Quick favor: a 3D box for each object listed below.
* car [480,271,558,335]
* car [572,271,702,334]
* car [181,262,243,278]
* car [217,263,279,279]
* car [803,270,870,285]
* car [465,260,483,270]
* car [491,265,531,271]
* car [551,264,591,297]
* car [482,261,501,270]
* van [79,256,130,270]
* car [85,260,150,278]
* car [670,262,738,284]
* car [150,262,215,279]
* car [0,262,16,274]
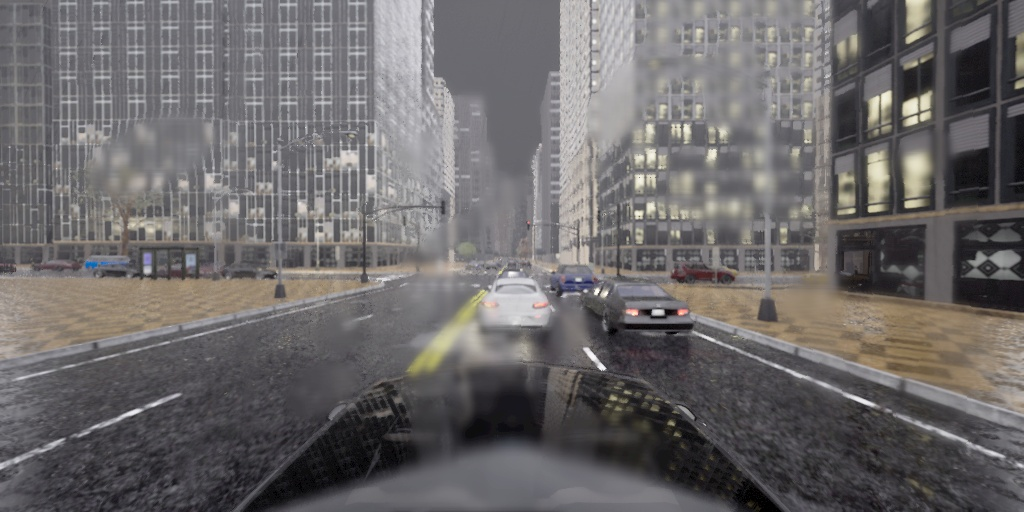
[{"bbox_3d":[0.099,1.333,10.599,1.812,1.442,4.674,0,-1,0],"label":"car"},{"bbox_3d":[3.352,1.355,10.740,2.033,1.411,5.357,0,0,0],"label":"car"},{"bbox_3d":[-28.401,1.298,34.030,4.181,1.385,1.994,1,1,1],"label":"car"},{"bbox_3d":[-22.733,1.376,31.201,4.313,1.339,1.948,0,0,1],"label":"car"},{"bbox_3d":[27.640,1.774,30.477,4.829,1.417,1.751,0,0,1],"label":"car"},{"bbox_3d":[-6.561,1.457,60.346,2.097,1.767,4.553,0,0,1],"label":"car"},{"bbox_3d":[0.099,1.412,19.843,2.033,1.411,5.357,0,0,0],"label":"car"},{"bbox_3d":[3.349,1.218,20.126,2.097,1.767,4.553,0,0,0],"label":"car"},{"bbox_3d":[-3.310,1.652,60.215,2.033,1.411,5.357,0,0,1],"label":"car"},{"bbox_3d":[-45.289,0.870,40.169,3.998,1.789,1.690,0,0,1],"label":"van"},{"bbox_3d":[-34.098,1.275,31.508,4.313,1.339,1.948,0,0,1],"label":"car"},{"bbox_3d":[16.192,1.466,30.674,5.009,1.841,2.192,0,0,1],"label":"car"},{"bbox_3d":[-28.417,1.342,31.334,4.207,1.307,1.802,0,0,1],"label":"car"},{"bbox_3d":[-51.049,1.008,34.559,5.008,1.535,1.882,0,1,2],"label":"car"}]
